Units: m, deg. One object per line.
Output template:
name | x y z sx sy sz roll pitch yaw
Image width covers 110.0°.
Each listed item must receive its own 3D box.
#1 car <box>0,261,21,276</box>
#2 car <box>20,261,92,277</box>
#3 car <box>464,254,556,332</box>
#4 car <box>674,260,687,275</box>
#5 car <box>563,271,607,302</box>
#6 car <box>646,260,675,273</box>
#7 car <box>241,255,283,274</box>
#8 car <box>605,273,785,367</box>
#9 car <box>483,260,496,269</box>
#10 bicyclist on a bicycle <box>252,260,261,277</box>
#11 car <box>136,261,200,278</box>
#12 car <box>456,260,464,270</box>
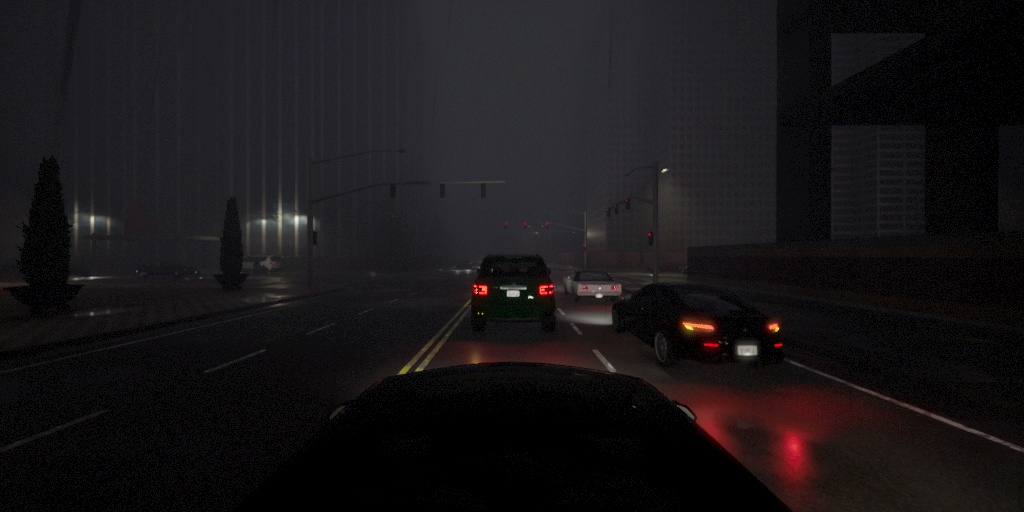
car | -50.679 1.298 36.566 4.181 1.385 1.994 0 0 3
car | -41.554 1.300 32.986 4.181 1.385 1.994 0 0 0
car | 0.057 0.967 11.013 2.150 2.045 5.566 0 0 1
car | 19.877 1.335 37.168 4.718 1.301 1.895 0 0 1
car | 3.593 1.344 16.932 1.895 1.301 4.718 0 0 0
car | 17.808 1.210 40.680 5.008 1.535 1.882 0 0 0
car | -28.799 0.954 40.173 5.566 2.045 2.150 0 0 0
car | 3.589 1.273 7.770 1.812 1.442 4.674 0 0 0
car | -3.549 1.325 57.510 1.895 1.301 4.718 0 0 0
bicyclist on a bicycle | -24.645 1.188 34.554 0.582 1.620 1.656 0 0 -13
car | -31.586 1.227 33.034 4.902 1.511 2.128 0 0 0
car | -7.059 1.252 53.729 1.812 1.442 4.674 0 0 0
